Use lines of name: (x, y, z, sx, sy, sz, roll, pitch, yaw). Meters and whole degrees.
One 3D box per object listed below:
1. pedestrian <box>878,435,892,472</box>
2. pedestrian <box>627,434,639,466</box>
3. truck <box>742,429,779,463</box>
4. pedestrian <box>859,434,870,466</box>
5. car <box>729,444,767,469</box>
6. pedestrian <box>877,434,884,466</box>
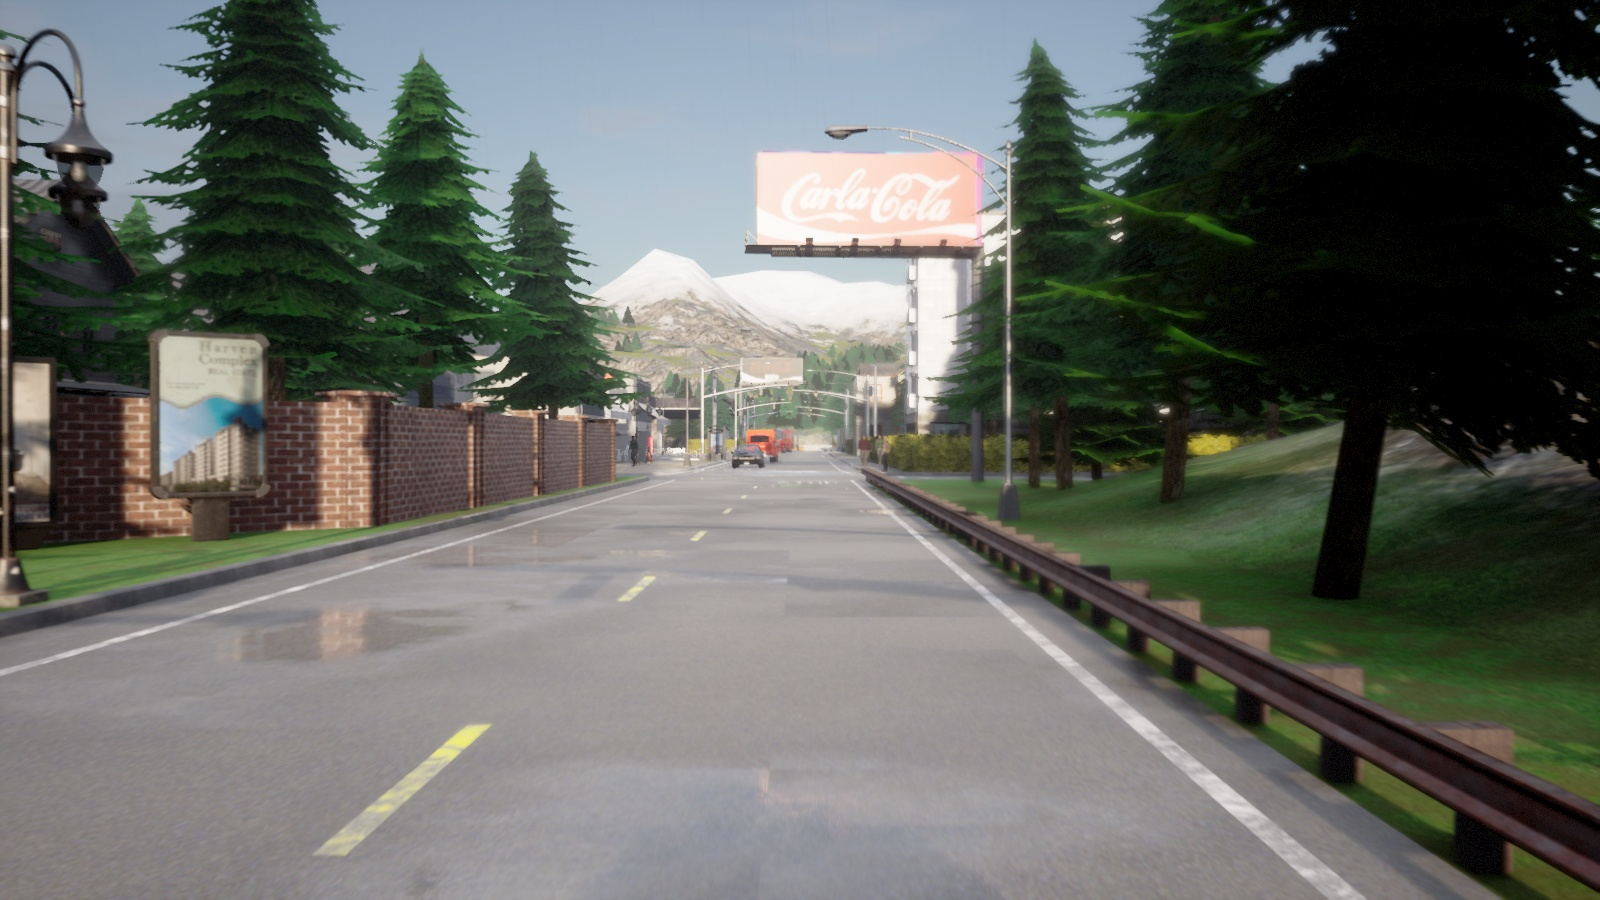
pedestrian: (4.337, 0.173, 64.047, 0.331, 1.846, 0.634, 0, 0, -44)
pedestrian: (-9.461, -0.005, 71.087, 0.353, 1.847, 0.614, 0, 0, 36)
truck: (-2.949, -0.285, 94.626, 2.627, 2.467, 5.204, 0, 0, 0)
pedestrian: (3.649, -0.001, 71.039, 0.634, 1.844, 0.899, 0, 0, 1)
car: (-3.061, 0.361, 74.923, 2.033, 1.411, 5.357, 0, 0, 0)
pedestrian: (4.675, -0.013, 73.172, 0.353, 1.847, 0.614, 0, 0, 6)
